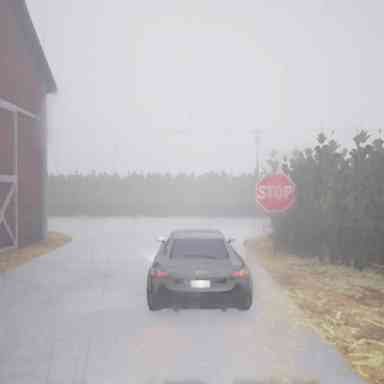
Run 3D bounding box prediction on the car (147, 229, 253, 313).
[{"bbox_3d":[0.116,1.529,7.705,1.994,1.385,4.181,0,0,-1],"label":"car"}]
